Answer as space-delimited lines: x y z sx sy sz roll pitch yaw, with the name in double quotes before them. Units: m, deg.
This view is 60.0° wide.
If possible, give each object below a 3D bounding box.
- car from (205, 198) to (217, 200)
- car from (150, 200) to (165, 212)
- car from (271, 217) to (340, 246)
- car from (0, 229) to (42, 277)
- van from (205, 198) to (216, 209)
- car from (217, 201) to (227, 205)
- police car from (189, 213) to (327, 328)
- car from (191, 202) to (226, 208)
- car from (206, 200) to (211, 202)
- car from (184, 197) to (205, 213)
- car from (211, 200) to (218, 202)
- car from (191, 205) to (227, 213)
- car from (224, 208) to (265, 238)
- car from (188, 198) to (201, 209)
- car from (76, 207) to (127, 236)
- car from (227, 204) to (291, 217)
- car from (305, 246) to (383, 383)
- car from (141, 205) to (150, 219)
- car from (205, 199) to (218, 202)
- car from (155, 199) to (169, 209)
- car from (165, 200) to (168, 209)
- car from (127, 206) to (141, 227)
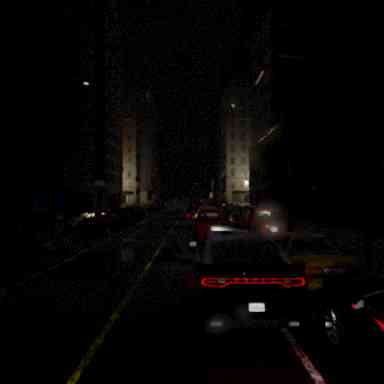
"car" 3.249 1.924 53.132 2.192 1.841 5.009 0 -1 0
"car" -5.316 2.150 47.658 1.802 1.307 4.206 0 -1 0
"car" 2.936 1.626 9.114 1.752 1.417 4.829 0 -1 0
"car" -5.591 1.703 8.986 1.802 1.307 4.206 0 -1 0
"van" 3.288 2.014 58.655 1.690 1.788 3.998 0 -1 0
"car" 3.052 1.730 25.515 1.967 1.590 4.097 0 -1 0
"police car" 0.965 1.512 7.450 1.930 1.638 5.238 0 -1 0
"car" 1.078 1.748 23.338 1.882 1.535 5.008 0 -1 0
"car" 3.170 2.032 42.083 2.008 1.369 4.403 0 -1 0
"car" 0.348 1.878 45.341 2.097 1.767 4.553 0 -1 1
"car" 3.091 1.794 31.038 1.967 1.590 4.097 0 -1 0
"car" 1.036 1.679 17.338 1.882 1.535 5.008 0 -1 0
"car" 3.014 1.753 20.161 1.752 1.417 4.829 0 -1 0
"car" 0.429 2.033 58.715 2.097 1.767 4.553 0 -1 0
"car" -5.512 1.793 20.035 1.887 1.381 4.507 0 -1 0
"car" 2.974 1.477 14.470 2.192 1.841 5.009 0 -1 0
"car" 2.895 1.600 3.421 1.947 1.339 4.313 0 -1 0
"car" -5.434 1.942 31.084 1.947 1.339 4.313 0 -1 0
"car" 3.209 2.111 47.606 1.947 1.339 4.313 0 -1 0
"car" -5.238 2.136 58.709 1.967 1.590 4.097 0 -1 0
"car" -5.277 2.198 53.183 1.947 1.339 4.313 0 -1 0
"car" -5.473 1.878 25.560 1.947 1.339 4.313 0 -1 0
